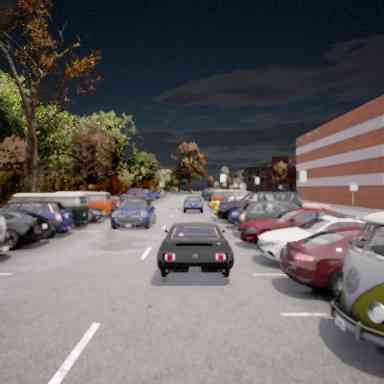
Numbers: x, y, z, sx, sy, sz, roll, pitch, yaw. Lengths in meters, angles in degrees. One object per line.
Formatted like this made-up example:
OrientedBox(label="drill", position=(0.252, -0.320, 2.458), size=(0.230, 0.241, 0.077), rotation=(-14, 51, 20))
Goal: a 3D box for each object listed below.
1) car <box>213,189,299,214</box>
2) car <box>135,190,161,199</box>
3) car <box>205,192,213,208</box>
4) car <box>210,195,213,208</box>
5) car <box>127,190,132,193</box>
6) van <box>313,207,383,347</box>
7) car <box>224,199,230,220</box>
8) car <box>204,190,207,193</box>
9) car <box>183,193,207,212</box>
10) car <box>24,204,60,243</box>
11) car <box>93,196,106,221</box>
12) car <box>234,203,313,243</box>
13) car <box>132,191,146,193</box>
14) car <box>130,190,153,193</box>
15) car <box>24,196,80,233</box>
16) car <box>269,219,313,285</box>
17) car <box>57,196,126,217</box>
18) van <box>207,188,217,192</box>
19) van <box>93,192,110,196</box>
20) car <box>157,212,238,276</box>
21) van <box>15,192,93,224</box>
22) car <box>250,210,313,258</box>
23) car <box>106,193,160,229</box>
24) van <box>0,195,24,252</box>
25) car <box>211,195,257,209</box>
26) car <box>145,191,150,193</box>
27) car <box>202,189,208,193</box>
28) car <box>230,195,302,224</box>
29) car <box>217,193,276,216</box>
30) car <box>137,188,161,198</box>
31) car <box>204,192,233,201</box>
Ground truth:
OrientedBox(label="car", position=(4.393, 0.990, 21.756), size=(5.566, 2.045, 2.435), rotation=(0, 1, 0))
OrientedBox(label="car", position=(-8.076, 0.459, 61.234), size=(4.553, 1.767, 2.185), rotation=(0, 0, 0))
OrientedBox(label="car", position=(4.240, 1.057, 33.062), size=(5.366, 1.575, 1.946), rotation=(0, 1, 0))
OrientedBox(label="car", position=(4.237, 1.193, 24.585), size=(5.366, 1.575, 1.946), rotation=(0, 1, 0))
OrientedBox(label="car", position=(-8.175, 0.982, 30.045), size=(4.553, 1.767, 2.185), rotation=(0, 1, 0))
OrientedBox(label="van", position=(4.299, 1.258, 4.666), size=(4.442, 1.987, 1.878), rotation=(0, 0, 0))
OrientedBox(label="car", position=(4.418, 1.327, 18.935), size=(4.674, 1.452, 2.002), rotation=(0, 1, 0))
OrientedBox(label="car", position=(4.433, 0.873, 47.189), size=(4.674, 1.452, 2.002), rotation=(0, 1, 0))
OrientedBox(label="car", position=(0.109, 1.141, 32.171), size=(2.033, 1.411, 5.357), rotation=(0, 1, 0))
OrientedBox(label="car", position=(-8.185, 1.408, 13.235), size=(4.792, 1.488, 2.163), rotation=(0, 1, 0))
OrientedBox(label="car", position=(-8.154, 1.243, 21.702), size=(4.892, 1.521, 2.231), rotation=(0, 1, 0))
OrientedBox(label="car", position=(4.424, 1.378, 13.284), size=(5.008, 1.535, 2.097), rotation=(0, 1, 0))
OrientedBox(label="car", position=(-8.170, 0.999, 38.642), size=(4.792, 1.488, 2.163), rotation=(0, 1, 0))
OrientedBox(label="car", position=(-8.135, 0.879, 44.288), size=(5.008, 1.535, 2.097), rotation=(0, 1, 0))
OrientedBox(label="car", position=(-8.120, 1.209, 15.929), size=(4.553, 1.767, 2.185), rotation=(0, 1, 0))
OrientedBox(label="car", position=(4.414, 1.504, 7.625), size=(4.674, 1.452, 2.002), rotation=(0, 1, 0))
OrientedBox(label="car", position=(-8.150, 1.153, 27.224), size=(5.008, 1.535, 2.097), rotation=(0, 1, 0))
OrientedBox(label="van", position=(4.310, 0.743, 38.708), size=(4.442, 1.987, 1.878), rotation=(0, 1, 0))
OrientedBox(label="van", position=(-8.262, 0.970, 24.524), size=(4.442, 1.987, 1.878), rotation=(0, 1, 0))
OrientedBox(label="car", position=(0.088, 1.548, 10.192), size=(1.895, 1.301, 4.718), rotation=(0, 1, 0))
OrientedBox(label="van", position=(-8.267, 1.062, 18.874), size=(4.442, 1.987, 1.878), rotation=(0, 1, 0))
OrientedBox(label="car", position=(4.420, 1.463, 10.459), size=(4.674, 1.452, 2.002), rotation=(0, 1, 0))
OrientedBox(label="car", position=(-3.345, 1.146, 19.703), size=(2.097, 1.767, 4.553), rotation=(0, 1, 0))
OrientedBox(label="van", position=(-8.036, 1.198, 10.404), size=(4.442, 1.987, 1.878), rotation=(0, 1, 0))
OrientedBox(label="car", position=(4.429, 1.055, 35.887), size=(4.674, 1.452, 2.002), rotation=(0, 1, 0))
OrientedBox(label="car", position=(-8.136, 0.924, 41.465), size=(5.008, 1.535, 2.097), rotation=(0, 1, 0))
OrientedBox(label="car", position=(4.437, 0.739, 52.838), size=(5.008, 1.535, 2.097), rotation=(0, 1, 0))
OrientedBox(label="car", position=(4.388, 1.207, 16.107), size=(4.553, 1.767, 2.185), rotation=(0, 1, 0))
OrientedBox(label="car", position=(4.392, 1.025, 27.409), size=(4.553, 1.767, 2.185), rotation=(0, 1, 0))
OrientedBox(label="car", position=(-8.112, 0.442, 55.453), size=(5.566, 2.045, 2.435), rotation=(0, 1, 0))
OrientedBox(label="car", position=(4.435, 0.730, 55.666), size=(4.674, 1.452, 2.002), rotation=(0, 1, 0))
